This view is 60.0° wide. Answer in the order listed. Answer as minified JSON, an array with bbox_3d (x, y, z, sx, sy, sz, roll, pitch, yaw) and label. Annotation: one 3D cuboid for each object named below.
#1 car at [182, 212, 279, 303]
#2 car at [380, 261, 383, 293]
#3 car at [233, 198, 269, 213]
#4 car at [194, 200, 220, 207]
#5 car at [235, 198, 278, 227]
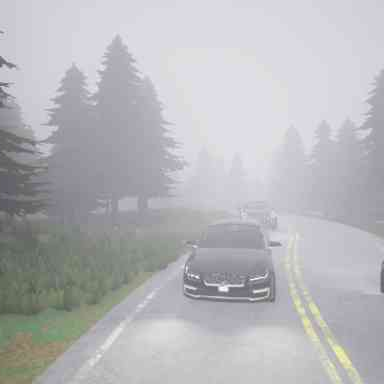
[{"bbox_3d":[1.091,1.498,8.411,1.837,1.490,4.892,-1,0,12],"label":"car"},{"bbox_3d":[4.494,1.310,4.641,2.097,1.767,4.553,-1,0,8],"label":"car"},{"bbox_3d":[6.203,1.418,35.733,1.837,1.490,4.892,2,-1,-16],"label":"car"},{"bbox_3d":[1.919,1.808,44.858,1.812,1.442,4.674,3,-5,-35],"label":"car"},{"bbox_3d":[3.876,1.275,20.364,2.097,1.767,4.553,-1,0,5],"label":"car"}]
